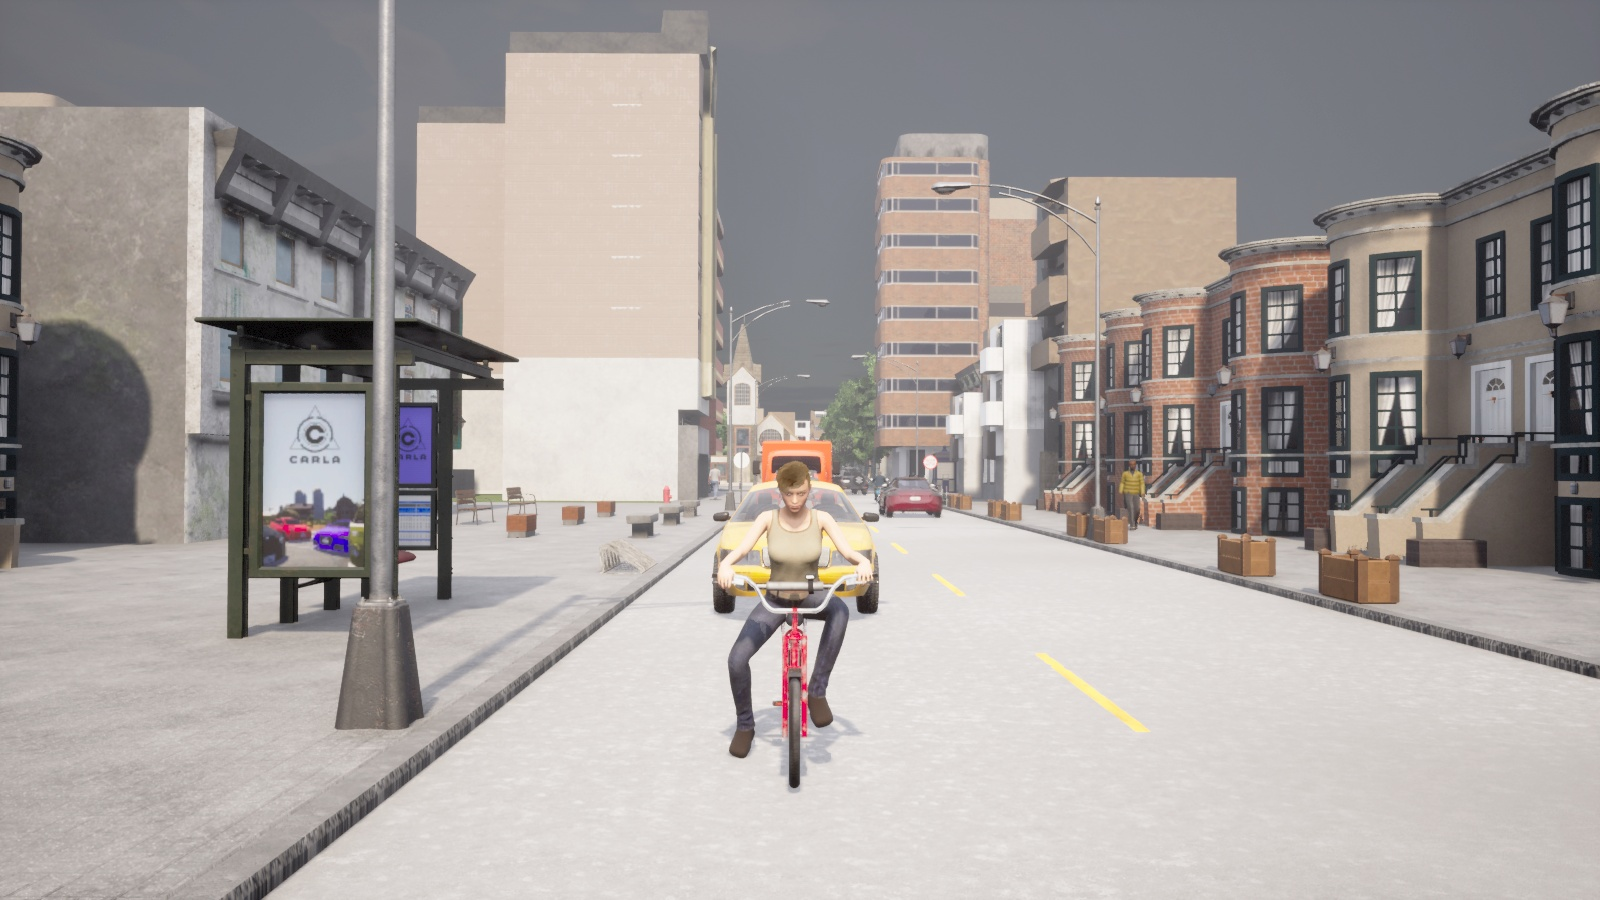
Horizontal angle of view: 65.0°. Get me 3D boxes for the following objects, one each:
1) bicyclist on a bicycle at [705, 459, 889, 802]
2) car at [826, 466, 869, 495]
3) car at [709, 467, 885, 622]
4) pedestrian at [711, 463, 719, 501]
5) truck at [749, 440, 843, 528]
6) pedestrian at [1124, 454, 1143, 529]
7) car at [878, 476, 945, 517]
[{"bbox_3d":[-0.022,0.863,6.680,0.866,1.612,1.509,0,-1,-1],"label":"bicyclist on a bicycle"},{"bbox_3d":[3.132,2.022,83.679,1.932,1.855,4.605,0,-1,-11],"label":"car"},{"bbox_3d":[-0.039,1.014,15.534,1.801,1.575,5.366,0,-1,0],"label":"car"},{"bbox_3d":[-4.174,1.576,61.808,0.354,1.836,0.706,0,-1,1],"label":"pedestrian"},{"bbox_3d":[-0.088,0.950,37.930,2.627,2.467,5.204,0,0,0],"label":"truck"},{"bbox_3d":[8.253,1.012,31.102,0.370,1.835,0.726,0,-1,9],"label":"pedestrian"},{"bbox_3d":[3.879,1.606,44.359,1.994,1.385,4.181,0,-1,0],"label":"car"}]
